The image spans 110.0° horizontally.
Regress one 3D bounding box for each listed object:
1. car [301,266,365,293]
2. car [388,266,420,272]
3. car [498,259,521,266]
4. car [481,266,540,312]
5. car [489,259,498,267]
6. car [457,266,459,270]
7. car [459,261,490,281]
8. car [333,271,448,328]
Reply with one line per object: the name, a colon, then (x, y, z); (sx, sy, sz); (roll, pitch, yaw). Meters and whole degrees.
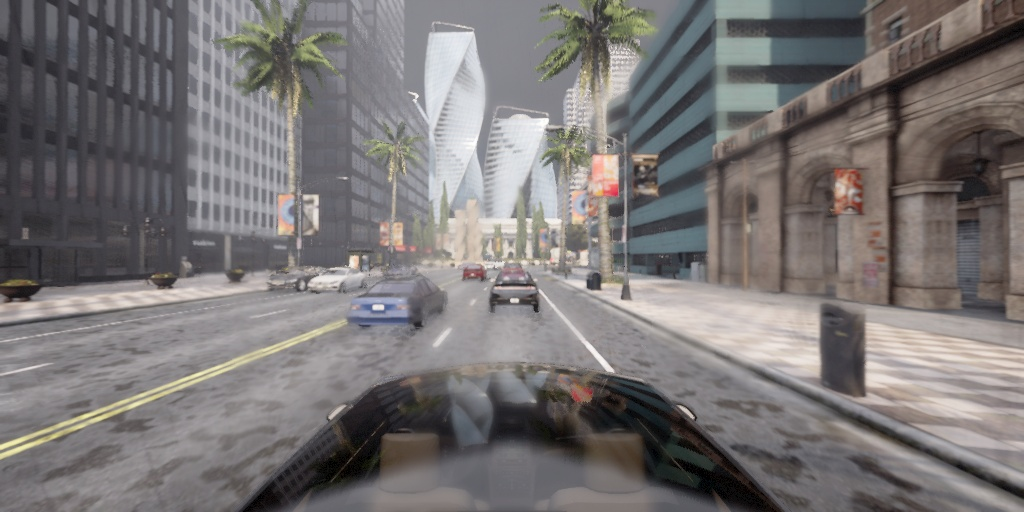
car: (-10.607, 1.442, 22.151); (1.812, 1.442, 4.674); (0, 0, 0)
car: (-7.107, 1.417, 23.293); (2.128, 1.511, 4.902); (0, 0, 0)
car: (0.088, 1.344, 31.728); (2.097, 1.767, 4.553); (0, 0, 0)
car: (0.094, 1.347, 14.763); (2.128, 1.511, 4.902); (0, 0, 0)
car: (-3.306, 1.484, 65.226); (2.150, 2.045, 5.566); (-1, 0, 24)
car: (-7.933, 1.771, 62.939); (1.812, 1.442, 4.674); (0, -1, 19)
car: (-3.412, 1.485, 33.553); (1.882, 1.535, 5.008); (0, 0, 0)
car: (-3.405, 1.378, 11.651); (2.033, 1.411, 5.357); (0, 0, 0)
